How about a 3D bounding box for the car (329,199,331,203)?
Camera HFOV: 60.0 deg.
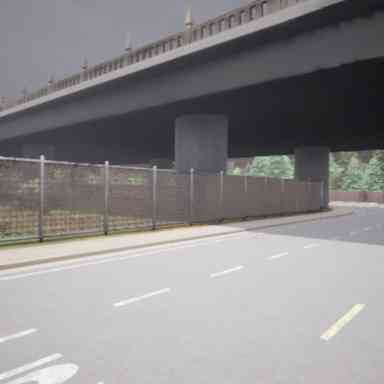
[{"bbox_3d":[23.705,1.398,62.453,1.882,1.535,5.008,1,0,-25],"label":"car"}]
